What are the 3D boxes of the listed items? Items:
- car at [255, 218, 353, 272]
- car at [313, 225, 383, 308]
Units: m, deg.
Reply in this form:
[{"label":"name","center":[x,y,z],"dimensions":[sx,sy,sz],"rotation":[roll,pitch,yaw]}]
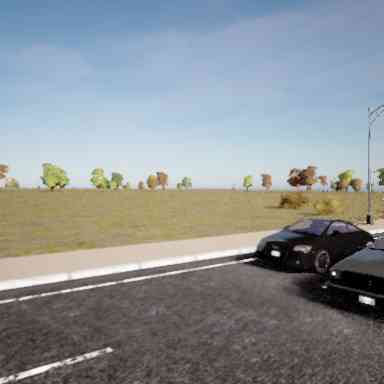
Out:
[{"label":"car","center":[3.978,1.538,10.519],"dimensions":[4.181,1.385,1.994],"rotation":[0,0,-36]},{"label":"car","center":[5.262,1.524,7.442],"dimensions":[5.357,1.411,2.033],"rotation":[0,0,-36]}]
